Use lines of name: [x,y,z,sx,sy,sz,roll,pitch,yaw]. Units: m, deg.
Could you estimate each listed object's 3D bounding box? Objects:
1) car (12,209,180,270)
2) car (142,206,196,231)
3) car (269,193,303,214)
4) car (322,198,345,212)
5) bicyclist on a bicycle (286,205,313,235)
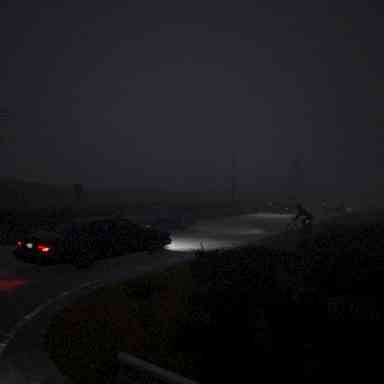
car: [-2.997,1.540,11.249,2.033,1.411,5.357,1,1,37]
car: [-1.885,1.484,17.948,2.033,1.411,5.357,1,1,35]
car: [10.038,1.134,35.307,2.150,2.045,5.566,1,1,35]
car: [16.713,1.490,39.176,1.812,1.442,4.674,1,1,35]
bicyclist on a bicycle: [5.681,1.502,17.186,1.656,1.620,0.582,1,1,34]
